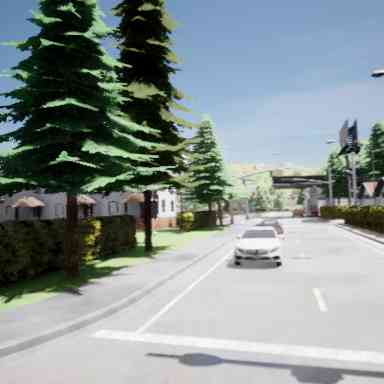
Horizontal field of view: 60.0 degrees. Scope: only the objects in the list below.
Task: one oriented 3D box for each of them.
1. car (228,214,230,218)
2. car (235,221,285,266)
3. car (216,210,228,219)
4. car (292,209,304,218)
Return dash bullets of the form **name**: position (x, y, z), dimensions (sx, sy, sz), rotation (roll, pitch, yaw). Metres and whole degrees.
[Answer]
- **car**: position (6.400, 5.197, 73.472), dimensions (3.806, 1.475, 1.970), rotation (-3, -3, 15)
- **car**: position (3.022, 2.249, 14.626), dimensions (1.812, 1.442, 4.674), rotation (-3, -3, 15)
- **car**: position (4.925, 4.798, 70.444), dimensions (3.866, 1.878, 1.905), rotation (-3, -3, 15)
- **car**: position (21.792, 4.228, 68.520), dimensions (2.097, 1.767, 4.553), rotation (-3, -3, 15)
